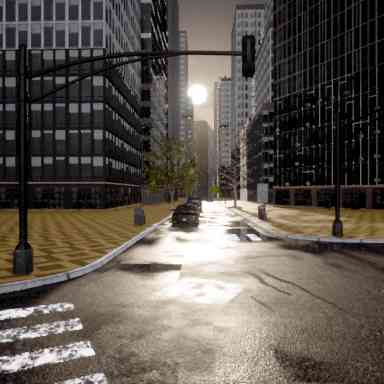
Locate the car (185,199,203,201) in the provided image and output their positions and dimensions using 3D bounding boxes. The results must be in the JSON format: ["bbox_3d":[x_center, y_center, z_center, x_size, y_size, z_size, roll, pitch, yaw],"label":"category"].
[{"bbox_3d":[-0.068,1.777,35.628,1.812,1.442,4.674,0,0,2],"label":"car"}]

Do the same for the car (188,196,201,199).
[{"bbox_3d":[0.311,1.554,46.281,2.150,2.045,5.566,0,0,2],"label":"car"}]

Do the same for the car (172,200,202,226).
[{"bbox_3d":[-0.433,1.654,25.415,1.882,1.535,5.008,0,0,2],"label":"car"}]
